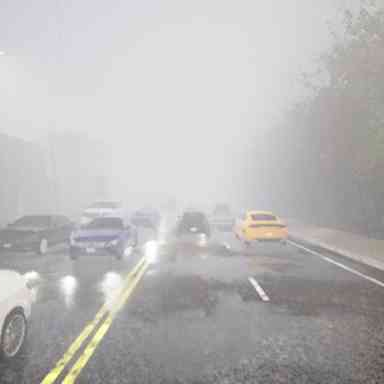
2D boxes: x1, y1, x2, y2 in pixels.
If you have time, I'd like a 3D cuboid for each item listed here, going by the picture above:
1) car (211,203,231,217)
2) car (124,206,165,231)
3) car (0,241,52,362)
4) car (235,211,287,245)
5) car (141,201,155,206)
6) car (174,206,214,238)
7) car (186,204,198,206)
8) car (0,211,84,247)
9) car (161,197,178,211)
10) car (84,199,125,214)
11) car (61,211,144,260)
[{"bbox_3d":[3.334,2.029,38.336,1.837,1.490,4.892,0,-1,0],"label":"car"},{"bbox_3d":[-3.261,1.924,23.526,1.895,1.301,4.718,0,-1,0],"label":"car"},{"bbox_3d":[-3.340,1.573,3.315,1.812,1.442,4.674,0,-1,0],"label":"car"},{"bbox_3d":[3.343,1.709,16.846,1.882,1.535,5.008,0,-1,0],"label":"car"},{"bbox_3d":[-6.521,2.119,49.498,1.812,1.442,4.674,0,-1,0],"label":"car"},{"bbox_3d":[0.092,1.793,19.405,1.812,1.442,4.674,0,-1,0],"label":"car"},{"bbox_3d":[0.052,2.174,41.890,1.895,1.301,4.718,0,-1,0],"label":"car"},{"bbox_3d":[-6.577,1.676,14.374,1.882,1.535,5.008,0,-1,0],"label":"car"},{"bbox_3d":[-3.271,1.809,49.473,2.150,2.045,5.566,0,-1,0],"label":"car"},{"bbox_3d":[-6.512,1.565,24.998,2.150,2.045,5.566,0,-1,0],"label":"car"},{"bbox_3d":[-3.337,1.711,13.368,1.812,1.442,4.674,0,-1,1],"label":"car"}]
